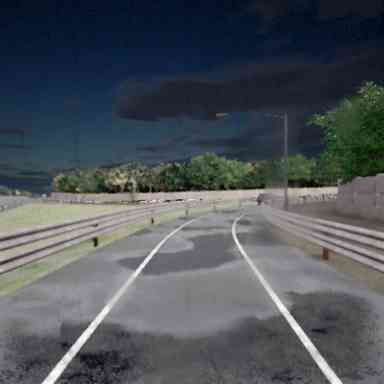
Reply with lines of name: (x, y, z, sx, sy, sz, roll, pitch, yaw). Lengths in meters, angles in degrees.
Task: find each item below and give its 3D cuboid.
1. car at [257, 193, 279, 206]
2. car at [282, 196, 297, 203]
car: (12.262, 1.171, 53.684, 2.150, 2.045, 5.566, 0, 0, 32)
car: (18.273, 1.411, 62.378, 1.895, 1.301, 4.718, -1, 0, 39)
